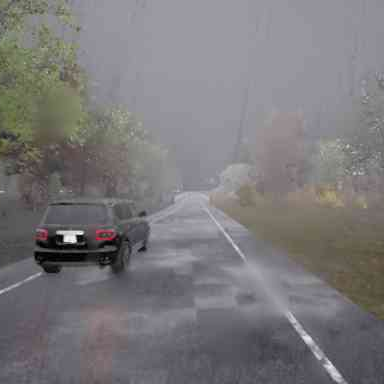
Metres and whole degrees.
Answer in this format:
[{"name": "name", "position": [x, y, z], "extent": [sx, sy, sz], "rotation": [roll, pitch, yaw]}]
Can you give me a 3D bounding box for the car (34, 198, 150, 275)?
[{"name": "car", "position": [-2.764, 1.185, 10.501], "extent": [2.150, 2.045, 5.566], "rotation": [0, 0, 2]}]
